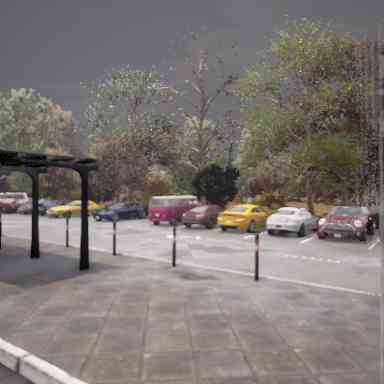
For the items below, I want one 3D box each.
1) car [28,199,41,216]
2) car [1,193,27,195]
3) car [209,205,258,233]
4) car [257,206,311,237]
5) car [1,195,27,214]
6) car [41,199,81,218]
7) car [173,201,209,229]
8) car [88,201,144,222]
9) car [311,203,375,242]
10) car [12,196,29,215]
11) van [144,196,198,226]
[{"bbox_3d":[-12.380,1.479,31.542,2.163,1.488,4.792,0,0,35],"label":"car"},{"bbox_3d":[-21.462,1.156,37.927,2.435,2.045,5.566,0,0,35],"label":"car"},{"bbox_3d":[3.436,1.523,20.257,2.097,1.535,5.008,0,0,35],"label":"car"},{"bbox_3d":[5.700,1.574,18.651,2.002,1.452,4.674,0,0,35],"label":"car"},{"bbox_3d":[-16.918,1.428,34.739,2.097,1.535,5.008,0,0,35],"label":"car"},{"bbox_3d":[-10.242,1.457,29.759,1.946,1.575,5.366,0,0,35],"label":"car"},{"bbox_3d":[1.173,1.552,21.868,2.002,1.452,4.674,0,0,35],"label":"car"},{"bbox_3d":[-5.627,1.510,26.670,2.163,1.488,4.792,0,0,35],"label":"car"},{"bbox_3d":[7.982,1.420,17.070,2.185,1.767,4.553,0,0,35],"label":"car"},{"bbox_3d":[-14.655,1.440,33.132,2.231,1.521,4.892,0,0,35],"label":"car"},{"bbox_3d":[-1.018,1.276,23.573,1.878,1.987,4.442,0,0,35],"label":"van"}]
